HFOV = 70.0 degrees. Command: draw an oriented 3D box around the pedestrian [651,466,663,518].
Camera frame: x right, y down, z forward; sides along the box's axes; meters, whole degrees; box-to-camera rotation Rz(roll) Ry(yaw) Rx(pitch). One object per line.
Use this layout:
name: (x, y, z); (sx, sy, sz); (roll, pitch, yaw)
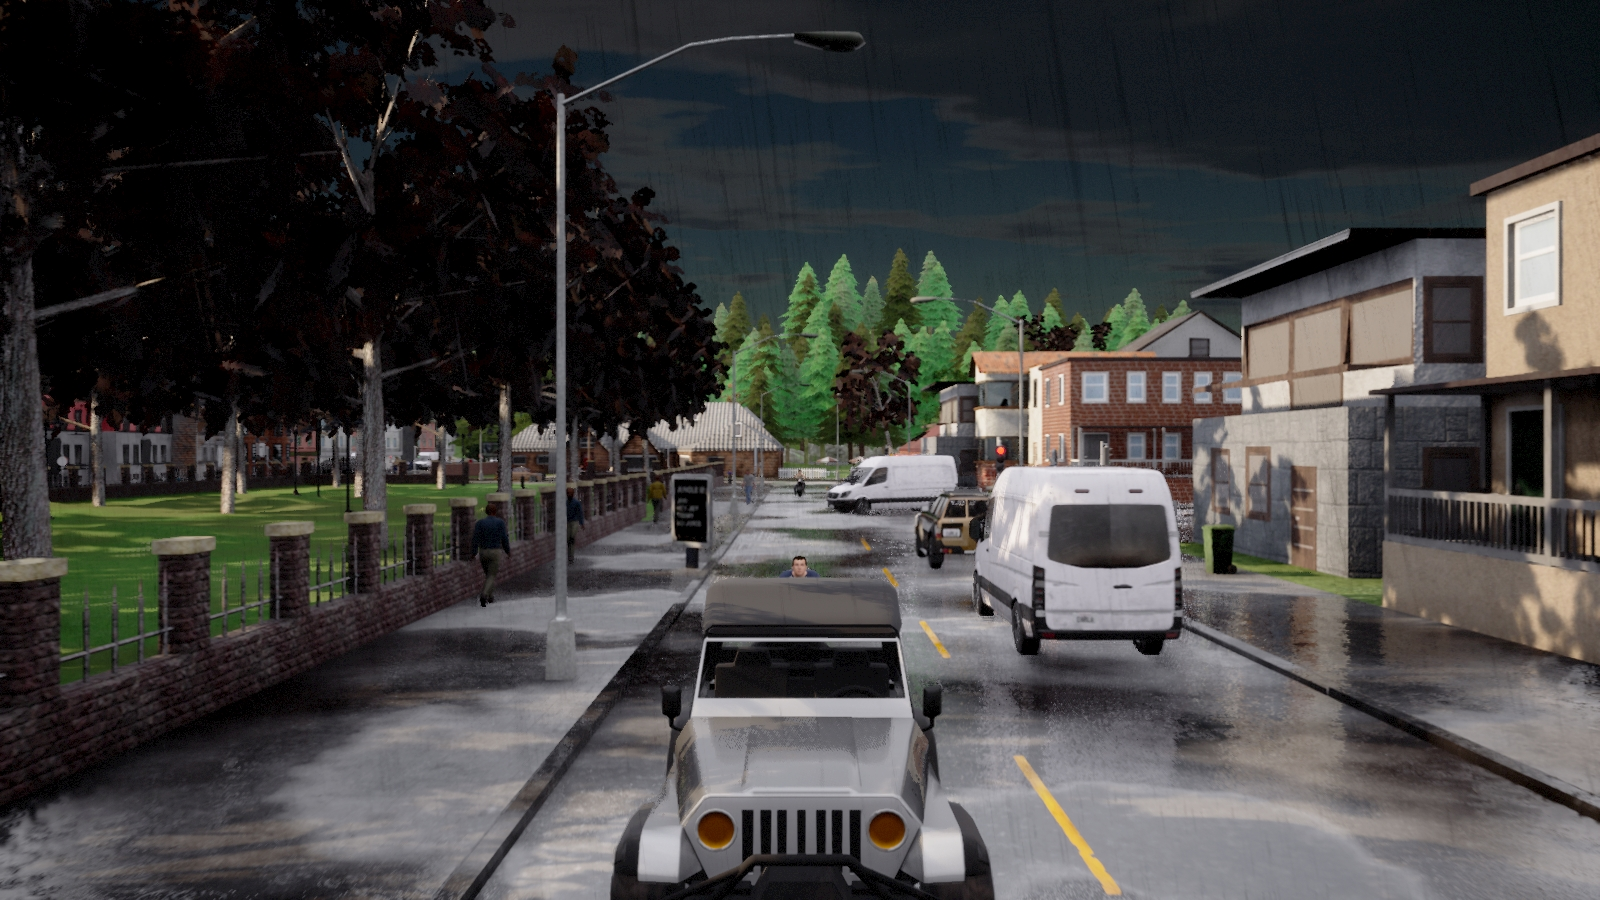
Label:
pedestrian: (-5.182, 1.525, 41.469); (0.375, 1.860, 0.375); (0, 0, 1)

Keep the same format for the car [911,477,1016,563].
car: (3.941, 1.644, 28.219); (1.932, 1.855, 4.605); (0, 0, 0)

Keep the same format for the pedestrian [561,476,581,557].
pedestrian: (-5.311, 1.525, 26.469); (0.375, 1.860, 0.375); (0, 0, 3)

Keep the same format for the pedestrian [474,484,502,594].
pedestrian: (-5.370, 1.525, 19.674); (0.375, 1.860, 0.375); (0, 0, 0)

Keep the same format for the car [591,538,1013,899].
car: (0.014, 1.637, 7.093); (1.905, 1.878, 3.866); (0, 0, 0)

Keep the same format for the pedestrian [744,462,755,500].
pedestrian: (-2.477, 1.525, 55.884); (0.375, 1.860, 0.375); (0, 0, 30)

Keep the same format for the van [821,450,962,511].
van: (4.008, 1.315, 50.073); (5.915, 2.561, 1.988); (0, -1, -25)

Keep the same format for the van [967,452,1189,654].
van: (3.968, 1.315, 17.505); (1.988, 2.561, 5.915); (0, 0, 0)
